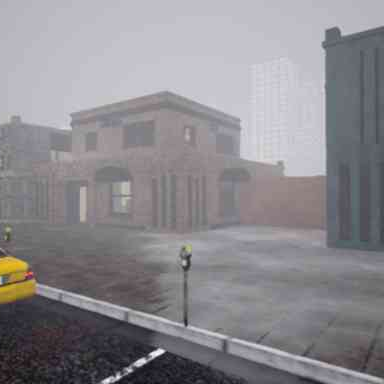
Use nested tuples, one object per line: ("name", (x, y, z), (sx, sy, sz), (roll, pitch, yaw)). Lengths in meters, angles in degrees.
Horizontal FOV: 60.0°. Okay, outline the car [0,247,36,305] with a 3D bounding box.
("car", (-5.486, 1.546, 7.182), (5.366, 1.575, 1.801), (-1, 0, 36))
